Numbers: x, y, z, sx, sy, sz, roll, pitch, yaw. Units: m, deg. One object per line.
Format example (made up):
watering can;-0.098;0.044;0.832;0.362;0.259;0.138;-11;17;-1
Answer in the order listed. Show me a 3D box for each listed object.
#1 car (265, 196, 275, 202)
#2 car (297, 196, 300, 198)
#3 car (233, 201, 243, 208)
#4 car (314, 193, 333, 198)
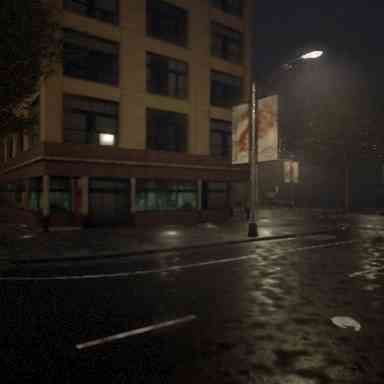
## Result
car;18.973;1.708;84.477;2.161;1.482;4.786;0;0;-36
car;28.635;1.811;90.910;1.895;1.301;4.718;0;0;-36
car;5.472;1.755;50.282;1.895;1.301;4.718;0;0;-35
car;29.438;1.634;76.977;2.002;1.452;4.674;0;0;-36
